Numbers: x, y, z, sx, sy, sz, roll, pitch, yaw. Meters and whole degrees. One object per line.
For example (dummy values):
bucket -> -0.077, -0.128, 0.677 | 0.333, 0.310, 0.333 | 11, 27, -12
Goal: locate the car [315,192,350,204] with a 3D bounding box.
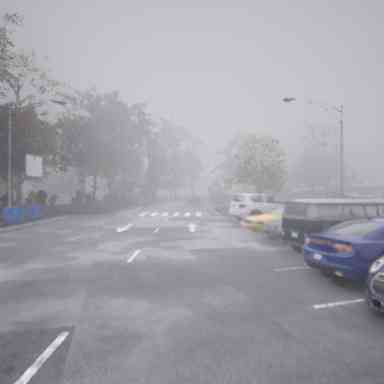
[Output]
car -> 23.987, 1.031, 57.091 | 2.435, 2.045, 5.566 | 0, -1, -21

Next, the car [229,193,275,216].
car -> 5.394, 1.141, 23.959 | 5.566, 2.045, 2.435 | 1, 0, -20

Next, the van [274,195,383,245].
van -> 5.491, 1.213, 11.968 | 4.442, 1.987, 1.878 | 1, 0, -20

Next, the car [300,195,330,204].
car -> 20.964, 1.310, 57.010 | 2.163, 1.488, 4.792 | 0, -1, -21

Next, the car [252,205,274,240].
car -> 5.385, 1.466, 14.926 | 4.674, 1.452, 2.002 | 1, 0, -20

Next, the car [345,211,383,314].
car -> 5.407, 1.336, 5.920 | 4.553, 1.767, 2.185 | 1, 0, -20

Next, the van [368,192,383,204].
van -> 33.023, 1.061, 57.407 | 1.878, 1.987, 4.442 | 0, -1, -21

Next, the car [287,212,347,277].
car -> 5.370, 1.449, 8.923 | 5.008, 1.535, 2.097 | 1, 0, -20

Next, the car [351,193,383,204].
car -> 30.043, 1.159, 57.256 | 2.185, 1.767, 4.553 | 1, -1, -22

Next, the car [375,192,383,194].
car -> 24.244, 1.091, 40.144 | 2.435, 2.045, 5.566 | -1, 1, -21

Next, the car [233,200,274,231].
car -> 5.204, 1.409, 17.867 | 5.366, 1.575, 1.946 | 1, 0, -20

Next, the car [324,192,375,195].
car -> 18.362, 1.089, 39.949 | 2.435, 2.045, 5.566 | 0, 1, -21

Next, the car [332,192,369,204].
car -> 27.047, 1.032, 57.127 | 2.435, 2.045, 5.566 | 1, -1, -22
